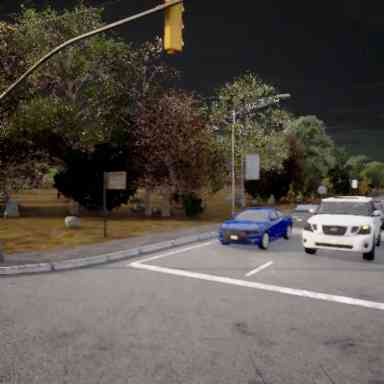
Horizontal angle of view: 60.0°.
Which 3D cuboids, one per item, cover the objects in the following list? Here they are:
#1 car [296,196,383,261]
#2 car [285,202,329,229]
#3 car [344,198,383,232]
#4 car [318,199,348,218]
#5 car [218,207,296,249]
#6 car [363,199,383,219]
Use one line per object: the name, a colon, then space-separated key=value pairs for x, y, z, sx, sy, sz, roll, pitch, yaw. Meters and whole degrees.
car: x=5.950 y=1.202 z=12.881 sx=2.150 sy=2.045 sz=5.566 roll=1 pitch=0 yaw=32
car: x=7.859 y=1.476 z=22.463 sx=1.812 sy=1.442 sz=4.674 roll=1 pitch=0 yaw=32
car: x=11.115 y=1.329 z=21.061 sx=2.097 sy=1.767 sz=4.553 roll=1 pitch=0 yaw=32
car: x=13.146 y=1.472 z=30.806 sx=1.812 sy=1.442 sz=4.674 roll=1 pitch=0 yaw=32
car: x=2.908 y=1.432 z=14.616 sx=1.882 sy=1.535 sz=5.008 roll=1 pitch=0 yaw=32
car: x=16.692 y=1.450 z=29.880 sx=1.882 sy=1.535 sz=5.008 roll=1 pitch=0 yaw=32
